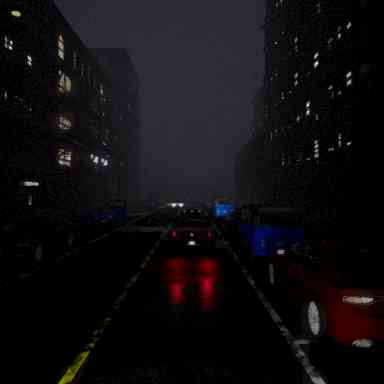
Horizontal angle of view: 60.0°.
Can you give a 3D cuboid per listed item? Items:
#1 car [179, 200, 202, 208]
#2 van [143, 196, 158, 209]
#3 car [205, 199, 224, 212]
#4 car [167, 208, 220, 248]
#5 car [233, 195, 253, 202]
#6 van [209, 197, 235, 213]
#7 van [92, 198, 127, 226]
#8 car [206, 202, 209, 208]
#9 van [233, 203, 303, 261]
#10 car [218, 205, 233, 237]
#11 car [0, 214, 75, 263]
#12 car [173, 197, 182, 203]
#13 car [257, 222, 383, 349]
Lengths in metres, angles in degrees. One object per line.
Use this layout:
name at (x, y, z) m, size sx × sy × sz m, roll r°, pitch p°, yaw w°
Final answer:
car at (0.000, 1.632, 29.680) m, size 1.895 × 1.301 × 4.718 m, roll 0°, pitch 0°, yaw 0°
van at (-5.685, 1.374, 45.981) m, size 1.690 × 1.788 × 3.998 m, roll 0°, pitch 0°, yaw 0°
car at (2.694, 1.592, 40.321) m, size 1.947 × 1.339 × 4.313 m, roll 0°, pitch 0°, yaw 0°
car at (0.000, 1.621, 14.680) m, size 1.895 × 1.301 × 4.718 m, roll 0°, pitch 0°, yaw 0°
car at (13.466, 1.713, 88.709) m, size 5.009 × 1.841 × 2.192 m, roll 1°, pitch -1°, yaw -1°
van at (2.696, 1.355, 28.997) m, size 1.690 × 1.788 × 3.998 m, roll 0°, pitch 0°, yaw 0°
van at (-5.685, 1.350, 23.334) m, size 1.690 × 1.788 × 3.998 m, roll 0°, pitch 0°, yaw 0°
car at (2.695, 1.586, 34.658) m, size 1.947 × 1.339 × 4.313 m, roll 0°, pitch 0°, yaw 0°
van at (2.696, 1.344, 12.010) m, size 1.690 × 1.788 × 3.998 m, roll 0°, pitch 0°, yaw 0°
car at (2.695, 1.571, 17.671) m, size 1.947 × 1.339 × 4.313 m, roll 0°, pitch 0°, yaw 0°
car at (-5.685, 1.547, 12.010) m, size 1.887 × 1.381 × 4.507 m, roll 0°, pitch 0°, yaw 0°
car at (-3.000, 1.612, 69.686) m, size 1.895 × 1.301 × 4.718 m, roll 0°, pitch 0°, yaw 0°
car at (2.696, 1.545, 6.348) m, size 1.887 × 1.381 × 4.507 m, roll 0°, pitch 0°, yaw 0°
